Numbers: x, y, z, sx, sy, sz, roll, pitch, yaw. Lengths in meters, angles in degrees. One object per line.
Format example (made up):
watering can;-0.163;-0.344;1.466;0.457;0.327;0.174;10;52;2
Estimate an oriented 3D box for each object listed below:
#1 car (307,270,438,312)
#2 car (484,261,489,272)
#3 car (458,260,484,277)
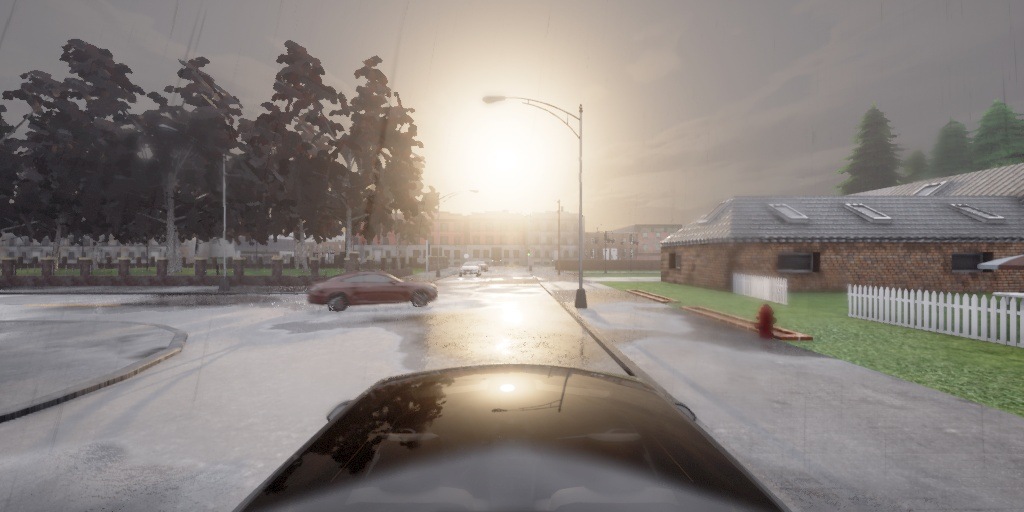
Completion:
car;-5.277;1.275;13.940;4.674;1.442;1.812;0;1;-21
car;-4.060;1.276;45.468;1.812;1.442;4.674;0;0;0
car;-4.088;1.276;35.668;1.812;1.442;4.674;0;0;0
